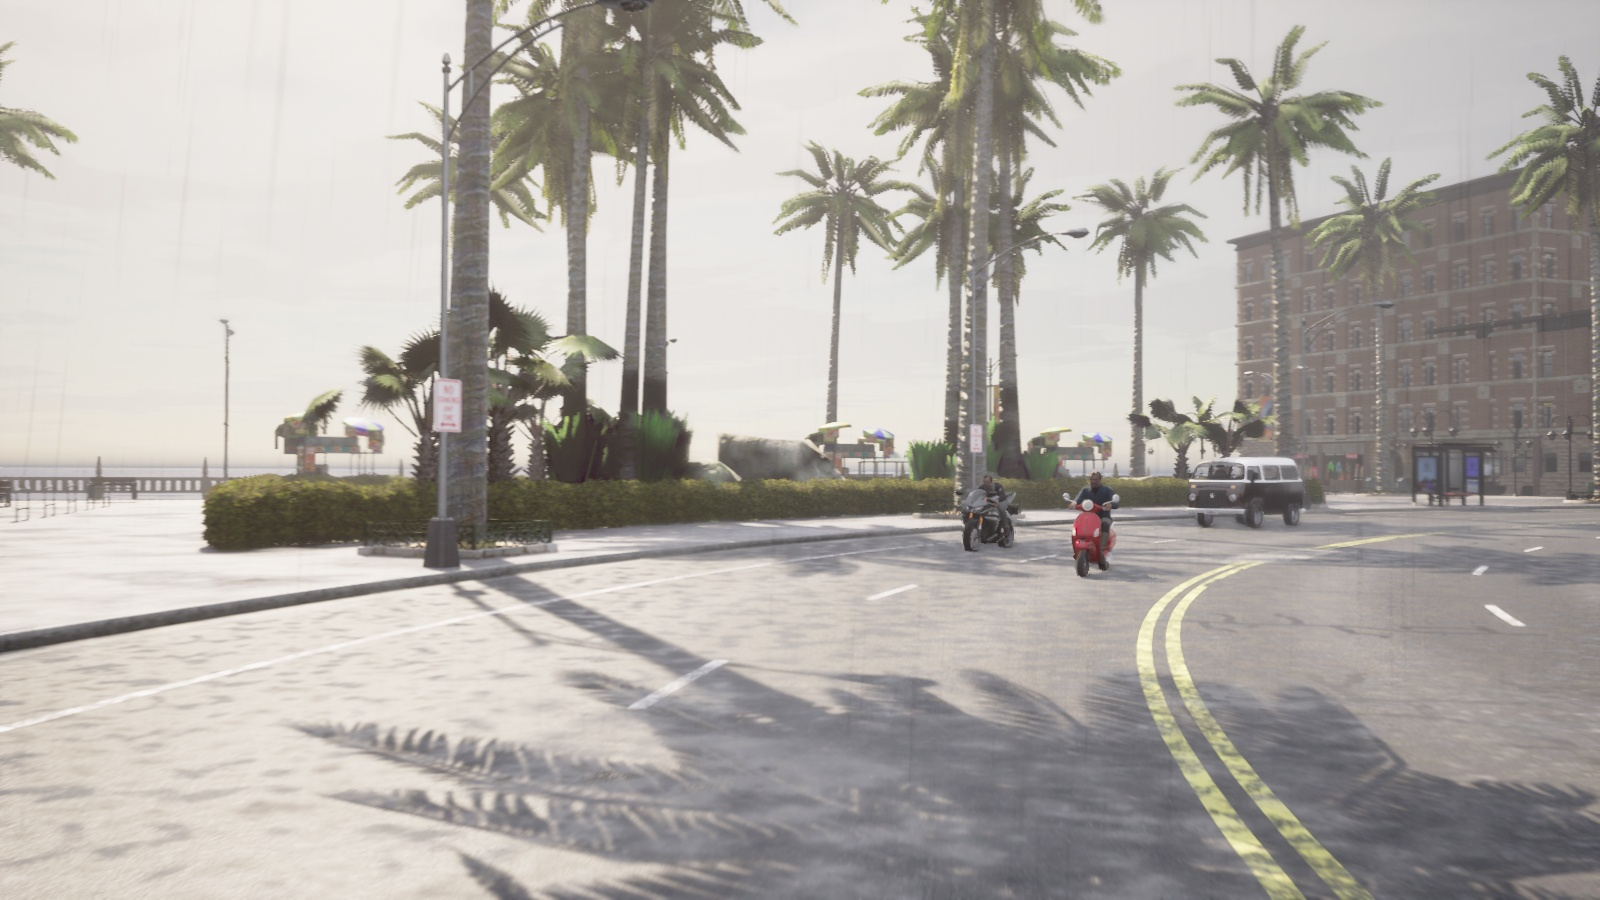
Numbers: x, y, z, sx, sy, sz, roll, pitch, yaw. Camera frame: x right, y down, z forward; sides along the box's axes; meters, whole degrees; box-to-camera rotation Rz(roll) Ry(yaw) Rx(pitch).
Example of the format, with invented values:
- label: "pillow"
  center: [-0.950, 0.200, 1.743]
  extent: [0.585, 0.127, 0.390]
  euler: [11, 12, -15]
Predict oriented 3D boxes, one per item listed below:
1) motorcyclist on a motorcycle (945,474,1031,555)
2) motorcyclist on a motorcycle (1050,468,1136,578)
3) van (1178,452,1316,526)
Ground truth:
- label: "motorcyclist on a motorcycle"
  center: [3.802, 1.260, 25.197]
  extent: [0.866, 1.530, 2.191]
  euler: [-1, -1, 33]
- label: "motorcyclist on a motorcycle"
  center: [4.517, 1.077, 19.262]
  extent: [0.866, 1.590, 1.817]
  euler: [0, -1, 27]
- label: "van"
  center: [13.125, 1.113, 36.780]
  extent: [2.069, 2.038, 4.480]
  euler: [-1, -1, 45]
